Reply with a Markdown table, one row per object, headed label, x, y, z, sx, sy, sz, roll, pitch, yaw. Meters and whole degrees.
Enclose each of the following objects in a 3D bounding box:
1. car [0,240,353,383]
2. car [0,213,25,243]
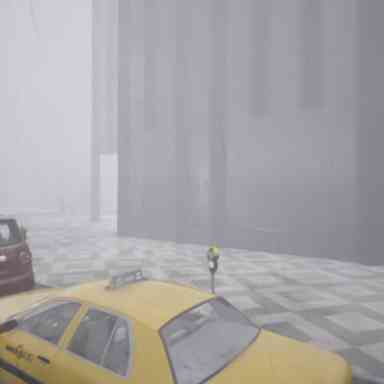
| label | x | y | z | sx | sy | sz | roll | pitch | yaw |
| --- | --- | --- | --- | --- | --- | --- | --- | --- | --- |
| car | -0.886 | 1.522 | 3.593 | 4.829 | 1.417 | 1.752 | 0 | 0 | 35 |
| car | -5.165 | 1.304 | 6.643 | 5.009 | 1.841 | 2.192 | 0 | 0 | 35 |
